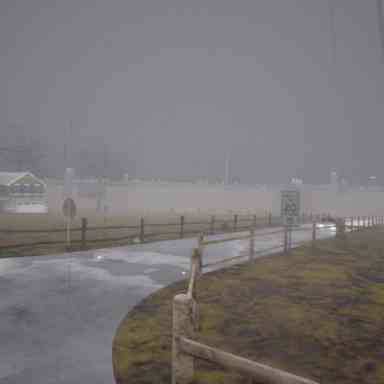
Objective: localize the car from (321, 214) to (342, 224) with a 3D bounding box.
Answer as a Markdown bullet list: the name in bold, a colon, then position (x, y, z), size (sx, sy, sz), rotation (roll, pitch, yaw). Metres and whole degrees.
- **car**: position (19.367, 3.745, 46.245), size (1.895, 1.301, 4.718), rotation (1, -2, 35)
